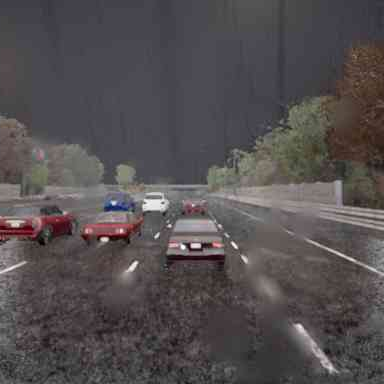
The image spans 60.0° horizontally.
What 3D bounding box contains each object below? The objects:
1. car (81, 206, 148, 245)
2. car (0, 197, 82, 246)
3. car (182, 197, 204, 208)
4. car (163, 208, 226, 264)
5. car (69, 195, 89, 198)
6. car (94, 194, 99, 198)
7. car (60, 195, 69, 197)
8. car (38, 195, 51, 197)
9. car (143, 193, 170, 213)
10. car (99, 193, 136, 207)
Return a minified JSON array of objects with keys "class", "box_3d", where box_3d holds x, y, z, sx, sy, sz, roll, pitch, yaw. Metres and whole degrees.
[{"class":"car","box_3d":[-3.396,1.548,15.176,1.895,1.301,4.718,0,0,0]},{"class":"car","box_3d":[-6.898,1.299,15.131,2.097,1.767,4.553,0,0,0]},{"class":"car","box_3d":[0.109,1.248,32.536,2.097,1.767,4.553,0,0,0]},{"class":"car","box_3d":[0.103,1.506,11.579,2.033,1.411,5.357,0,0,0]},{"class":"car","box_3d":[-20.989,1.293,62.922,1.882,1.535,5.008,0,0,0]},{"class":"car","box_3d":[-17.488,1.162,63.993,2.097,1.767,4.553,0,0,0]},{"class":"car","box_3d":[-24.483,1.345,63.794,2.033,1.411,5.357,0,0,0]},{"class":"car","box_3d":[-27.983,1.293,62.692,1.882,1.535,5.008,0,0,0]},{"class":"car","box_3d":[-3.386,1.119,31.955,2.150,2.045,5.566,0,0,0]},{"class":"car","box_3d":[-6.891,1.119,32.012,2.150,2.045,5.566,0,0,0]}]
